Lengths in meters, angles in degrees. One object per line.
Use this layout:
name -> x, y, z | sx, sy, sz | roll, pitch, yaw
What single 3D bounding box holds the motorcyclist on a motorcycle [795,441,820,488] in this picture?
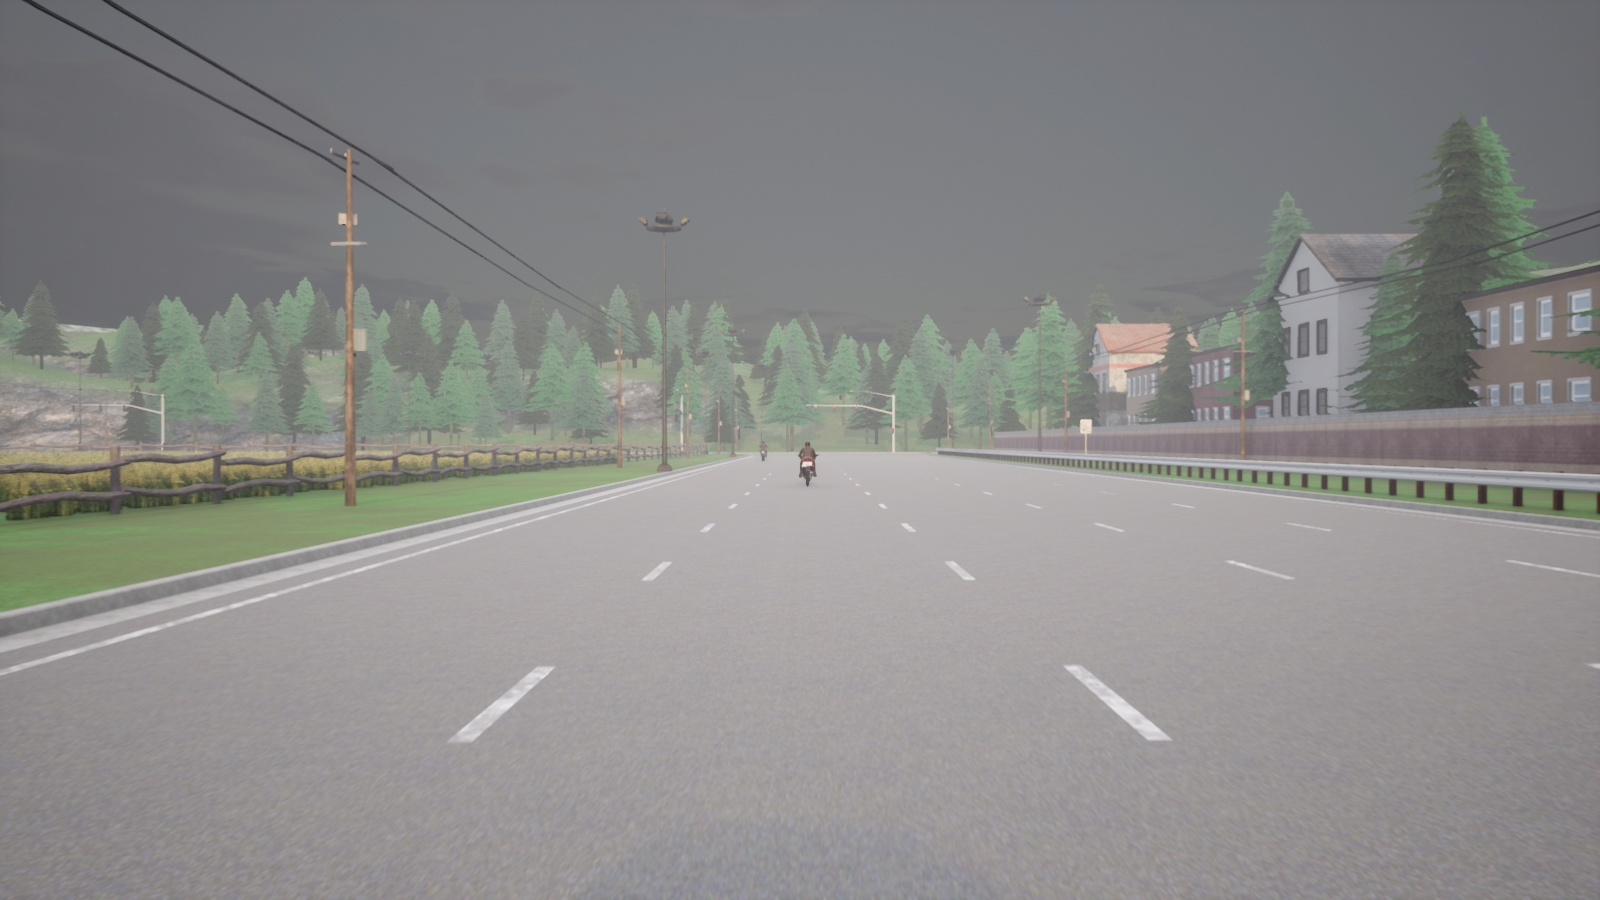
motorcyclist on a motorcycle -> 0.256, 0.467, 42.398 | 0.797, 1.523, 2.044 | 0, 0, 0
